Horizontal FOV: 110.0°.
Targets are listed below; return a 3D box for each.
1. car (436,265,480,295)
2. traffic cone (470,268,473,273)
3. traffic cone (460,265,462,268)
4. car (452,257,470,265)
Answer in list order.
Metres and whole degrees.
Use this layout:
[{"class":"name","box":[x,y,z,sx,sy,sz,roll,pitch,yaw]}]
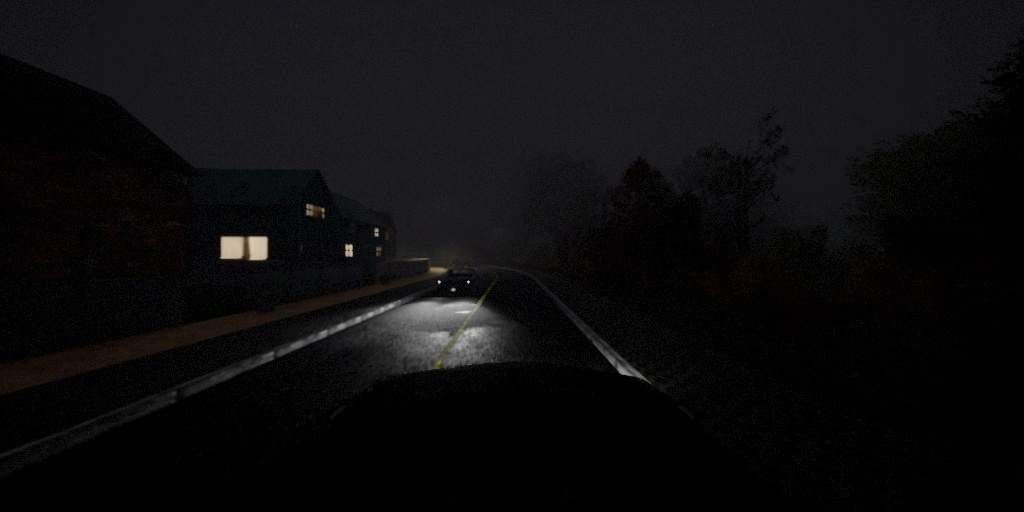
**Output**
[{"class":"car","box":[-2.853,1.348,19.693,1.895,1.301,4.718,0,0,0]},{"class":"traffic cone","box":[-4.291,1.683,39.510,0.340,0.580,0.340,0,0,-7]},{"class":"traffic cone","box":[-7.637,1.556,53.507,0.340,0.580,0.340,0,0,-20]},{"class":"car","box":[-8.711,0.971,61.027,1.882,1.535,5.008,0,1,-28]}]
